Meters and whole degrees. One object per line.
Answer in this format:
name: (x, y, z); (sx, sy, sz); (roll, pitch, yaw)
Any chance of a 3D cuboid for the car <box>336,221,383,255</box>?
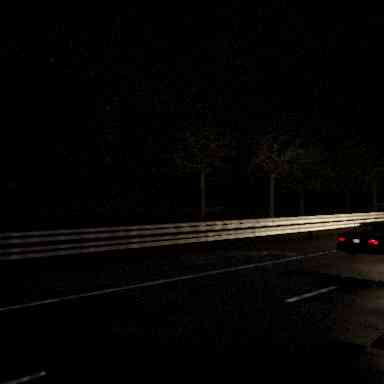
car: (8.348, 1.969, 14.353); (5.357, 1.411, 2.033); (1, -2, -37)
